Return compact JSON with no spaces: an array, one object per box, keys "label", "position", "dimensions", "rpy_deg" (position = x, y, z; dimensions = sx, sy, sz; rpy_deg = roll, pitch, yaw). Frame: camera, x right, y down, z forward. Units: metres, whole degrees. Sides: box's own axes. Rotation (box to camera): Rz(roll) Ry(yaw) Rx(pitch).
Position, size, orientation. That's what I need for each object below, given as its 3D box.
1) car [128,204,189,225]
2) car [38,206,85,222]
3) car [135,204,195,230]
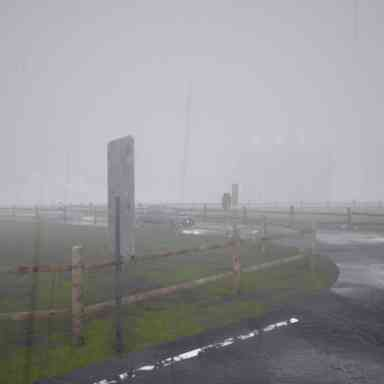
[{"label":"car","position":[-2.796,1.737,27.052],"dimensions":[4.892,1.490,1.837],"rpy_deg":[-1,-1,36]},{"label":"car","position":[-11.800,1.933,29.909],"dimensions":[4.718,1.301,1.895],"rpy_deg":[-1,0,34]},{"label":"car","position":[-1.873,1.769,22.781],"dimensions":[4.181,1.385,1.994],"rpy_deg":[-1,0,37]}]
